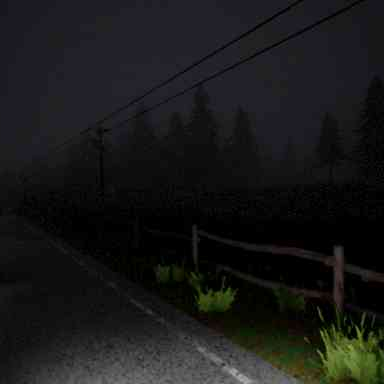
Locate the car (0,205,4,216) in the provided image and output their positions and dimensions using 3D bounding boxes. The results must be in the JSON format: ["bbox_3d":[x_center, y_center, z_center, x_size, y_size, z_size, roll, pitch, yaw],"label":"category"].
[{"bbox_3d":[-22.101,1.954,36.893,2.128,1.511,4.902,-3,1,-34],"label":"car"}]
